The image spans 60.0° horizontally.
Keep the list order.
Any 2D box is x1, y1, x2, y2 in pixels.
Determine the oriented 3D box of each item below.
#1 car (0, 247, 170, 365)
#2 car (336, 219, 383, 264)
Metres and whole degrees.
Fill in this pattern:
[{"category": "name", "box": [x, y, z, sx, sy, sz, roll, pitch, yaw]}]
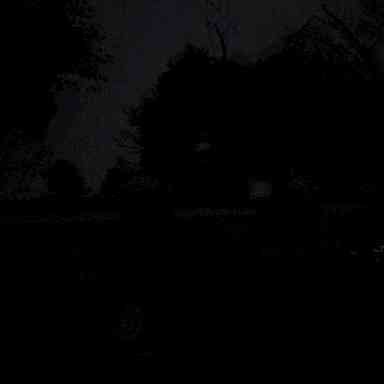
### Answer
[{"category": "car", "box": [-2.465, 1.548, 4.800, 4.507, 1.381, 1.887, 0, 0, -36]}, {"category": "car", "box": [6.704, 1.614, 11.342, 4.507, 1.381, 1.887, 0, 0, -36]}]
